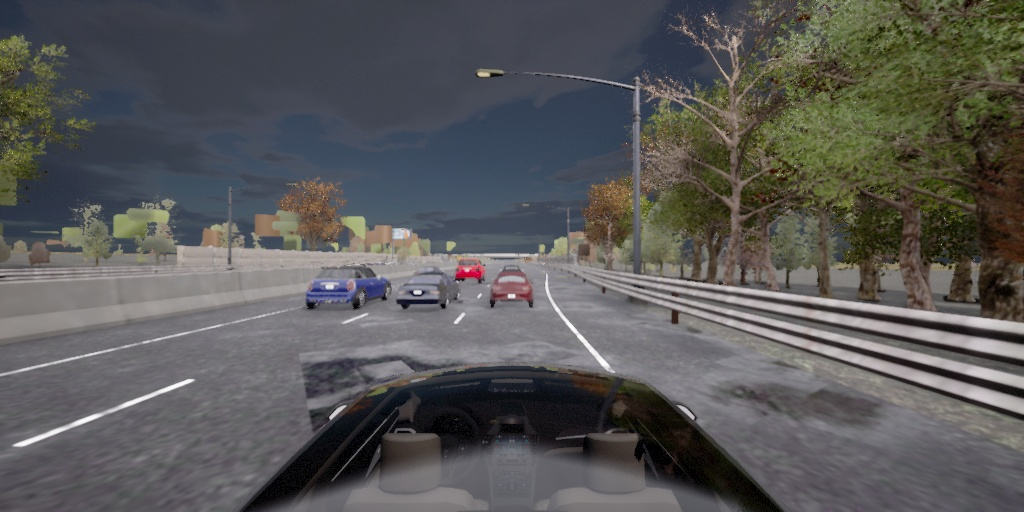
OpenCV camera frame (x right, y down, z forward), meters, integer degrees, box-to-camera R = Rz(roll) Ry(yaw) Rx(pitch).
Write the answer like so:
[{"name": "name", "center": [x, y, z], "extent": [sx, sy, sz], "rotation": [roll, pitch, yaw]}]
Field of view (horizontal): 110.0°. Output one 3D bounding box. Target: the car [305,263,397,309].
[{"name": "car", "center": [-7.010, 1.235, 15.916], "extent": [2.097, 1.767, 4.553], "rotation": [0, -1, 0]}]

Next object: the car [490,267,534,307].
[{"name": "car", "center": [-0.007, 1.413, 16.221], "extent": [1.812, 1.442, 4.674], "rotation": [0, 0, 0]}]

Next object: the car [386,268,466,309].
[{"name": "car", "center": [-3.511, 1.431, 15.835], "extent": [2.033, 1.411, 5.357], "rotation": [0, -1, 0]}]

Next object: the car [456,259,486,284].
[{"name": "car", "center": [-3.525, 1.250, 30.875], "extent": [2.150, 2.045, 5.566], "rotation": [0, 0, 0]}]

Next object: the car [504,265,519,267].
[{"name": "car", "center": [-0.021, 1.544, 31.149], "extent": [1.837, 1.490, 4.892], "rotation": [0, 0, 0]}]

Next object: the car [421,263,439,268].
[{"name": "car", "center": [-7.024, 1.581, 30.832], "extent": [2.033, 1.411, 5.357], "rotation": [0, -1, 0]}]
